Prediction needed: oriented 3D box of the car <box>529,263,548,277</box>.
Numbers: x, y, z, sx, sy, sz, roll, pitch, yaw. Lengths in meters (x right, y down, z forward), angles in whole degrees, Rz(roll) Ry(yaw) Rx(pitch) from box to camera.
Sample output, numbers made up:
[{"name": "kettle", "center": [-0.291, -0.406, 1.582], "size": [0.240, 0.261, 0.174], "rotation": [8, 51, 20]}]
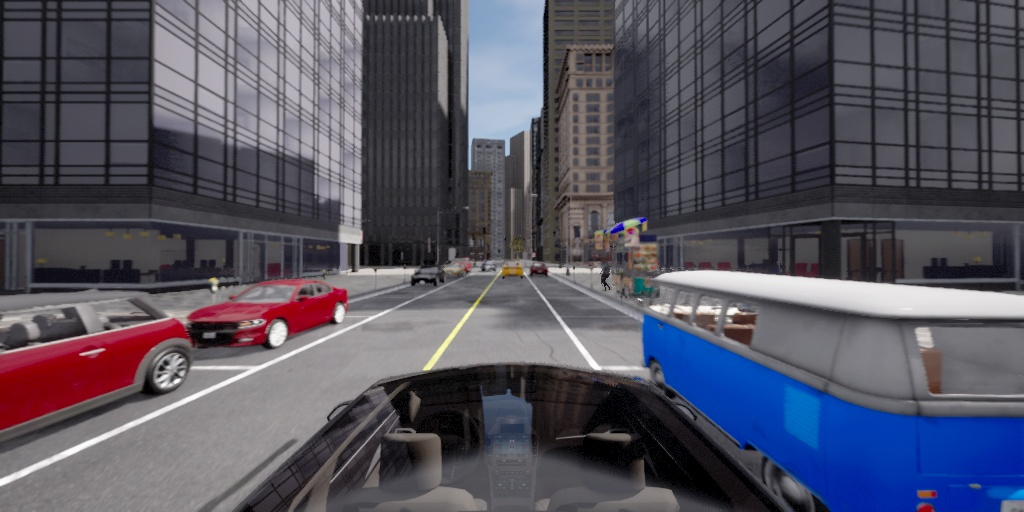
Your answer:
[{"name": "car", "center": [2.672, 1.340, 36.468], "size": [1.888, 1.381, 4.507], "rotation": [0, 0, 0]}]

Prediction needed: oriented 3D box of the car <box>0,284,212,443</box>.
[{"name": "car", "center": [-5.856, 1.189, 3.719], "size": [1.967, 1.591, 4.097], "rotation": [0, 0, 0]}]

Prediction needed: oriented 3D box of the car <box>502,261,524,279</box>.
[{"name": "car", "center": [0.068, 1.263, 33.405], "size": [1.882, 1.535, 5.008], "rotation": [0, 0, 0]}]

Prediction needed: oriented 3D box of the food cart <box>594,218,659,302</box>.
[{"name": "food cart", "center": [5.637, 0.219, 16.986], "size": [2.280, 3.560, 4.660], "rotation": [0, 0, 0]}]

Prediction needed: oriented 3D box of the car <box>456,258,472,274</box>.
[{"name": "car", "center": [-5.852, 1.127, 41.931], "size": [2.192, 1.841, 5.009], "rotation": [0, 0, 0]}]

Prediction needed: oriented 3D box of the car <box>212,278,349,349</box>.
[{"name": "car", "center": [-5.856, 1.294, 9.178], "size": [1.888, 1.381, 4.507], "rotation": [0, 0, 0]}]

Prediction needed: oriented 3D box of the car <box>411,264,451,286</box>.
[{"name": "car", "center": [-5.854, 1.332, 25.554], "size": [1.948, 1.339, 4.313], "rotation": [0, 0, 0]}]

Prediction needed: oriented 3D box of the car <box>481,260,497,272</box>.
[{"name": "car", "center": [-3.009, 1.323, 47.204], "size": [2.128, 1.511, 4.902], "rotation": [0, 0, 0]}]

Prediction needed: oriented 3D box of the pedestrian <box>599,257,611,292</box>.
[{"name": "pedestrian", "center": [4.767, 0.897, 18.285], "size": [0.375, 1.860, 0.375], "rotation": [1, -1, -18]}]

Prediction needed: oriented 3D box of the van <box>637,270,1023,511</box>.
[{"name": "van", "center": [2.669, 1.090, 3.712], "size": [1.690, 1.789, 3.998], "rotation": [0, 0, 0]}]

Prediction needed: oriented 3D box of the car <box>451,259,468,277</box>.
[{"name": "car", "center": [-5.853, 1.320, 36.302], "size": [1.751, 1.417, 4.829], "rotation": [0, 0, 0]}]
